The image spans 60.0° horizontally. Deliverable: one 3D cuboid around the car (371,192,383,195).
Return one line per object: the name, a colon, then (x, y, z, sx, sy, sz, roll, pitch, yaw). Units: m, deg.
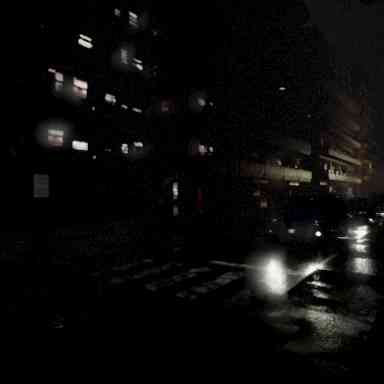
car: (28.250, 0.888, 50.531, 2.192, 1.841, 5.009, 0, 0, 36)

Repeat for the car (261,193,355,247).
car: (5.346, 1.088, 14.684, 2.150, 2.045, 5.566, -1, 0, 36)

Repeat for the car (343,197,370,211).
car: (18.252, 1.267, 36.794, 1.947, 1.339, 4.313, 0, 0, 36)

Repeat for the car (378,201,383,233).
car: (11.046, 1.289, 17.082, 1.837, 1.490, 4.892, -1, 0, 36)

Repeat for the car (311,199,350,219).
car: (11.584, 1.339, 27.634, 2.008, 1.369, 4.403, 0, 0, 36)

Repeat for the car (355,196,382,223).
car: (11.493, 1.276, 23.117, 2.128, 1.511, 4.902, -1, 0, 36)

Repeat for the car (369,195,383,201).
car: (18.739, 1.253, 33.045, 1.994, 1.385, 4.181, -1, 0, 36)
